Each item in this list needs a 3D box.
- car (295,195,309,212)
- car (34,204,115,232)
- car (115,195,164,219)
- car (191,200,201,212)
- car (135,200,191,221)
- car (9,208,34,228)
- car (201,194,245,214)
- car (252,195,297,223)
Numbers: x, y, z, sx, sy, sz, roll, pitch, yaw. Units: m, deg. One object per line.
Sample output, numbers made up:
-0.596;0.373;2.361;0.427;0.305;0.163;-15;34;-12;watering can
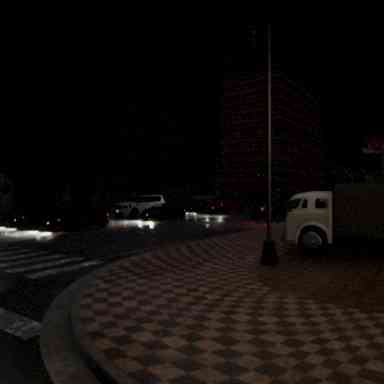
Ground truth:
14.946;1.580;46.856;1.812;1.442;4.674;0;0;26;car
-7.253;1.618;20.958;1.994;1.385;4.181;0;0;34;car
-4.727;1.276;30.515;2.150;2.045;5.566;0;0;36;car
1.108;1.618;38.586;1.994;1.385;4.181;0;0;37;car
-2.366;1.618;27.781;1.994;1.385;4.181;0;0;36;car
-10.168;1.618;22.911;1.994;1.385;4.181;0;0;36;car
3.751;1.276;36.288;2.150;2.045;5.566;0;0;36;car
6.906;1.407;28.379;2.097;1.767;4.553;0;0;36;car
